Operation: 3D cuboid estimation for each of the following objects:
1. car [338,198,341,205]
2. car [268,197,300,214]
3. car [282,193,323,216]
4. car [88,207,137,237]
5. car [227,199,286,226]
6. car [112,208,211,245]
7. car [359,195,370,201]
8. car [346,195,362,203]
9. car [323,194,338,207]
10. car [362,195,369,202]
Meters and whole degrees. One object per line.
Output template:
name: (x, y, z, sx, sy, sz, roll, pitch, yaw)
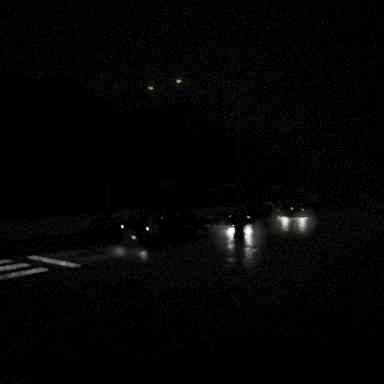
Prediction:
car: (22.930, 1.475, 54.050, 1.947, 1.339, 4.313, 0, 0, 35)
car: (9.862, 1.353, 35.465, 1.967, 1.590, 4.097, 0, 0, 35)
car: (10.570, 1.139, 32.042, 2.150, 2.045, 5.566, 0, 0, 35)
car: (-3.205, 1.492, 16.881, 2.008, 1.369, 4.403, 0, 0, 35)
car: (4.501, 1.474, 23.426, 2.033, 1.411, 5.357, 0, 0, 35)
car: (-1.126, 1.545, 15.432, 1.895, 1.301, 4.718, 0, 0, 35)
car: (42.530, 1.496, 81.926, 1.887, 1.381, 4.507, 0, 0, 35)
car: (32.730, 1.485, 67.987, 1.947, 1.339, 4.313, 0, 0, 35)
car: (19.663, 1.225, 49.403, 2.192, 1.841, 5.009, 0, 0, 35)
car: (39.165, 1.463, 77.141, 1.752, 1.417, 4.829, 0, 0, 35)
